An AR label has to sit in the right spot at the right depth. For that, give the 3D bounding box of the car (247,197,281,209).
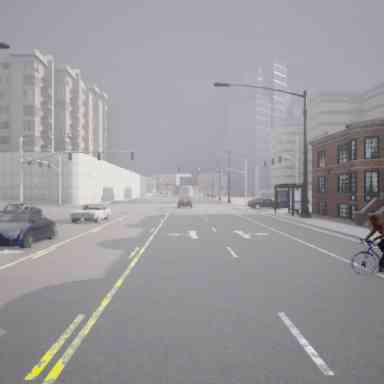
[{"bbox_3d":[9.766,1.501,44.019,4.892,1.490,1.837,0,0,-8],"label":"car"}]

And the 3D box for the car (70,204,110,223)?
[{"bbox_3d":[-7.633,1.599,25.257,1.895,1.301,4.718,0,0,-1],"label":"car"}]

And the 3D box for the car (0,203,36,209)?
[{"bbox_3d":[-11.046,1.491,20.796,2.128,1.511,4.902,0,0,-1],"label":"car"}]

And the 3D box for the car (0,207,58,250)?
[{"bbox_3d":[-7.397,1.563,14.225,1.994,1.385,4.181,0,0,-1],"label":"car"}]

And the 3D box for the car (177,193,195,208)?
[{"bbox_3d":[-0.992,1.348,47.448,2.097,1.767,4.553,0,0,-1],"label":"car"}]

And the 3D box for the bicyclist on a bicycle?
[{"bbox_3d":[5.060,1.448,8.905,1.656,1.620,0.582,-2,0,-1],"label":"bicyclist on a bicycle"}]
